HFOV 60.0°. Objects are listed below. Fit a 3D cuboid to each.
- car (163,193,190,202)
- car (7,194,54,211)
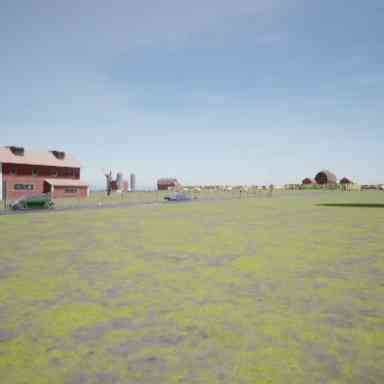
[{"bbox_3d":[-2.445,0.830,55.540,2.033,1.411,5.357,1,1,37],"label":"car"},{"bbox_3d":[-17.198,1.010,35.335,2.097,1.767,4.553,1,1,36],"label":"car"}]
